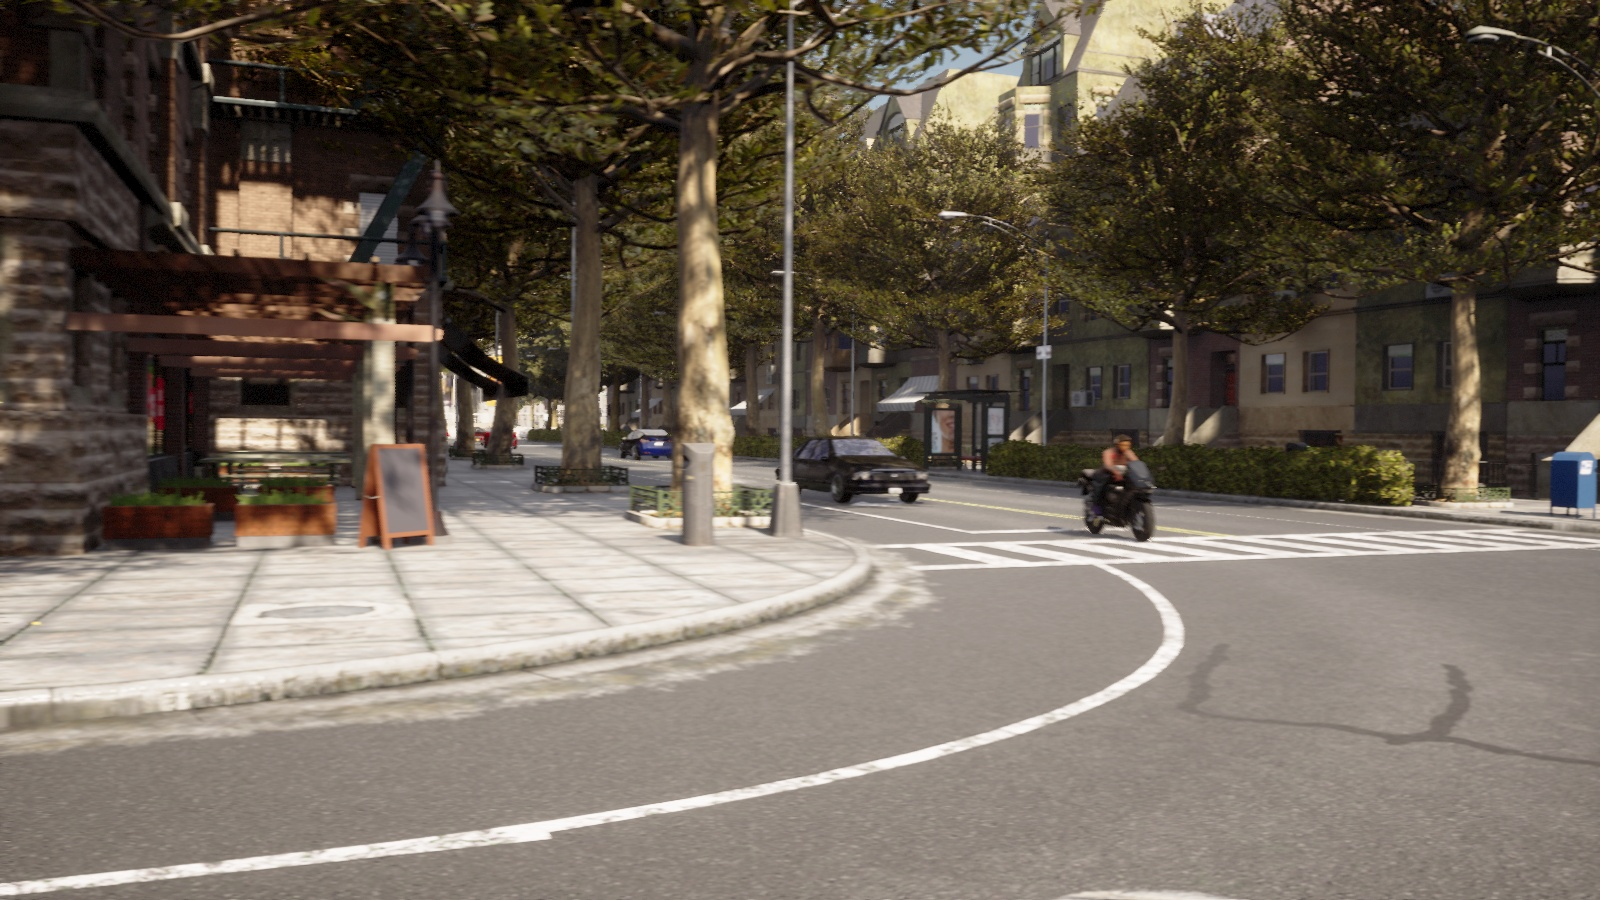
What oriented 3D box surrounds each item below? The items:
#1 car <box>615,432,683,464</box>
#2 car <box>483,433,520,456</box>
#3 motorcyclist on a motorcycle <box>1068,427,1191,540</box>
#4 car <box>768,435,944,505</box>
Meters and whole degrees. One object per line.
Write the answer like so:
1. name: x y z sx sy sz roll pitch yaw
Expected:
1. car: -7.407 -0.117 61.157 2.163 1.488 4.792 -1 1 -21
2. car: -20.504 -0.404 86.101 1.882 1.535 5.008 -1 1 -21
3. motorcyclist on a motorcycle: 4.737 0.432 18.196 0.797 1.523 2.044 -2 1 -15
4. car: 1.123 0.370 28.460 2.033 1.411 5.357 -1 1 -21
